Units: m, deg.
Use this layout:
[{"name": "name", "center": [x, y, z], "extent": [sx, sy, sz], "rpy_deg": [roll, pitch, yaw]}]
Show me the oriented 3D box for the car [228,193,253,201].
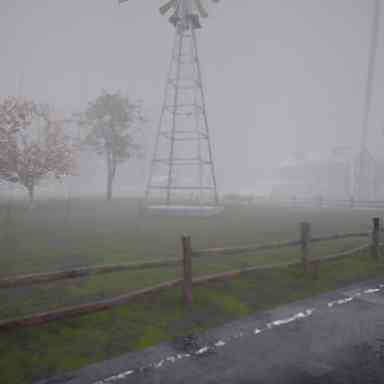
[{"name": "car", "center": [8.140, 0.871, 55.786], "extent": [1.882, 1.535, 5.008], "rpy_deg": [1, 0, -35]}]
